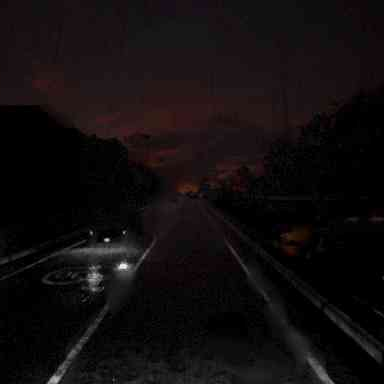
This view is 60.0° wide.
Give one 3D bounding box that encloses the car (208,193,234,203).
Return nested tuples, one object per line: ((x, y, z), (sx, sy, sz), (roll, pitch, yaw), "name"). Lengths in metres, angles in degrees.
((5.335, 1.145, 61.627), (4.553, 1.767, 2.185), (0, 0, 0), "car")

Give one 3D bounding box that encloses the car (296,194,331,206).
((18.543, 1.225, 50.950), (4.553, 1.767, 2.185), (0, 0, 0), "car")

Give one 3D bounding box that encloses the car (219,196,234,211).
((5.547, 1.468, 33.593), (4.892, 1.521, 2.231), (0, 0, 0), "car")

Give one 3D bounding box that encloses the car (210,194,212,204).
((5.447, 1.373, 47.612), (4.892, 1.521, 2.231), (0, 0, 0), "car")

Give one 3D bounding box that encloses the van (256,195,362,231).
((5.762, 1.269, 16.768), (4.442, 1.987, 1.878), (0, 0, 0), "van")

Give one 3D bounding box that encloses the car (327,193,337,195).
((18.627, 1.200, 37.070), (5.566, 2.045, 2.435), (0, 0, 0), "car")

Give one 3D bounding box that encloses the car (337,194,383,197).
((18.588, 1.215, 34.293), (5.566, 2.045, 2.435), (0, 0, 0), "car")

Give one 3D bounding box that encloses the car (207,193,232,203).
((5.317, 1.125, 64.430), (4.553, 1.767, 2.185), (0, 0, 0), "car")

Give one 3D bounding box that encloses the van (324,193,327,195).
((18.698, 1.205, 39.847), (4.442, 1.987, 1.878), (0, 0, 0), "van")

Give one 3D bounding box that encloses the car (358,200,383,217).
((18.662, 1.509, 31.520), (4.792, 1.488, 2.163), (0, 0, 0), "car")

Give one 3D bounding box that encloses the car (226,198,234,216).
((5.605, 1.520, 27.982), (4.792, 1.488, 2.163), (0, 0, 0), "car")

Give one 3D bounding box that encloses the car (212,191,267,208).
((5.478, 1.182, 39.200), (5.566, 2.045, 2.435), (0, 0, 0), "car")

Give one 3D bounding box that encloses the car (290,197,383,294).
((5.669, 1.239, 8.357), (5.566, 2.045, 2.435), (0, 0, 0), "car")

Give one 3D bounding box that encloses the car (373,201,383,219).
((18.621, 1.521, 28.737), (4.792, 1.488, 2.163), (0, 0, 0), "car")

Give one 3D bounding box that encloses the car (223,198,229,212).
((5.555, 1.521, 30.790), (4.674, 1.452, 2.002), (0, 0, 0), "car")

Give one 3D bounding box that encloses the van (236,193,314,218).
((5.494, 1.272, 22.377), (4.442, 1.987, 1.878), (0, 0, 0), "van")

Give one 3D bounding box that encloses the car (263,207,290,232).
((5.665, 1.534, 13.964), (4.674, 1.452, 2.002), (0, 0, 0), "car")

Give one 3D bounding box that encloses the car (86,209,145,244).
((-3.426, 1.545, 16.008), (2.033, 1.411, 5.357), (0, 0, -1), "car")

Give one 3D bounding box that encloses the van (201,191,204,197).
((5.127, 0.902, 81.247), (4.442, 1.987, 1.878), (0, 0, 0), "van")

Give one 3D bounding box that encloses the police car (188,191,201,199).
((0.555, 1.044, 86.865), (1.930, 1.638, 5.238), (0, 0, 0), "police car")

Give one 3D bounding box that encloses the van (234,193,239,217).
((5.709, 1.268, 25.180), (4.442, 1.987, 1.878), (0, 0, 0), "van")

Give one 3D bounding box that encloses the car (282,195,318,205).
((18.293, 1.307, 56.500), (5.366, 1.575, 1.946), (0, 0, 0), "car")

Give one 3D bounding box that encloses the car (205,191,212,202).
((5.373, 1.060, 56.019), (5.566, 2.045, 2.435), (0, 0, 0), "car")

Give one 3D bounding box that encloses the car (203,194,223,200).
((5.256, 1.138, 84.053), (4.792, 1.488, 2.163), (0, 0, 0), "car")

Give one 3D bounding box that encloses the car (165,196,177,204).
((-3.575, 1.422, 57.750), (1.895, 1.301, 4.718), (0, 0, 0), "car")

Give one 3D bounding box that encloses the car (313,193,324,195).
((18.576, 1.139, 45.397), (5.566, 2.045, 2.435), (0, 0, 0), "car")

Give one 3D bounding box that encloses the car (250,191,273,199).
((18.258, 0.836, 87.159), (5.566, 2.045, 2.435), (0, 0, 0), "car")

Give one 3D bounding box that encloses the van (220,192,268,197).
((5.640, 1.228, 36.400), (4.442, 1.987, 1.878), (0, 0, 0), "van")

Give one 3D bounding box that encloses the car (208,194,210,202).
((5.416, 1.372, 53.218), (4.674, 1.452, 2.002), (0, 0, 0), "car")

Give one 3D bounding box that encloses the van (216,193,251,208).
((5.587, 1.167, 44.808), (4.442, 1.987, 1.878), (0, 0, 0), "van")

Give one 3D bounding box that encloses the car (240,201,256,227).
((5.622, 1.497, 19.570), (5.008, 1.535, 2.097), (0, 0, 0), "car")

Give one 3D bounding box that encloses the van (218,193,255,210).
((5.605, 1.187, 42.005), (4.442, 1.987, 1.878), (0, 0, 0), "van")

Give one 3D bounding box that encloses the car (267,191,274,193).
((18.275, 0.856, 84.498), (5.566, 2.045, 2.435), (0, 0, 0), "car")

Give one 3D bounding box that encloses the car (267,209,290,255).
((5.495, 1.489, 11.160), (5.366, 1.575, 1.946), (0, 0, 0), "car")

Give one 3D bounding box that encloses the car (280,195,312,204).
((18.466, 1.291, 59.278), (4.892, 1.521, 2.231), (0, 0, 0), "car")

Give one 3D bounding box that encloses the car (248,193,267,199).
((18.247, 1.053, 92.729), (5.008, 1.535, 2.097), (0, 0, 0), "car")
